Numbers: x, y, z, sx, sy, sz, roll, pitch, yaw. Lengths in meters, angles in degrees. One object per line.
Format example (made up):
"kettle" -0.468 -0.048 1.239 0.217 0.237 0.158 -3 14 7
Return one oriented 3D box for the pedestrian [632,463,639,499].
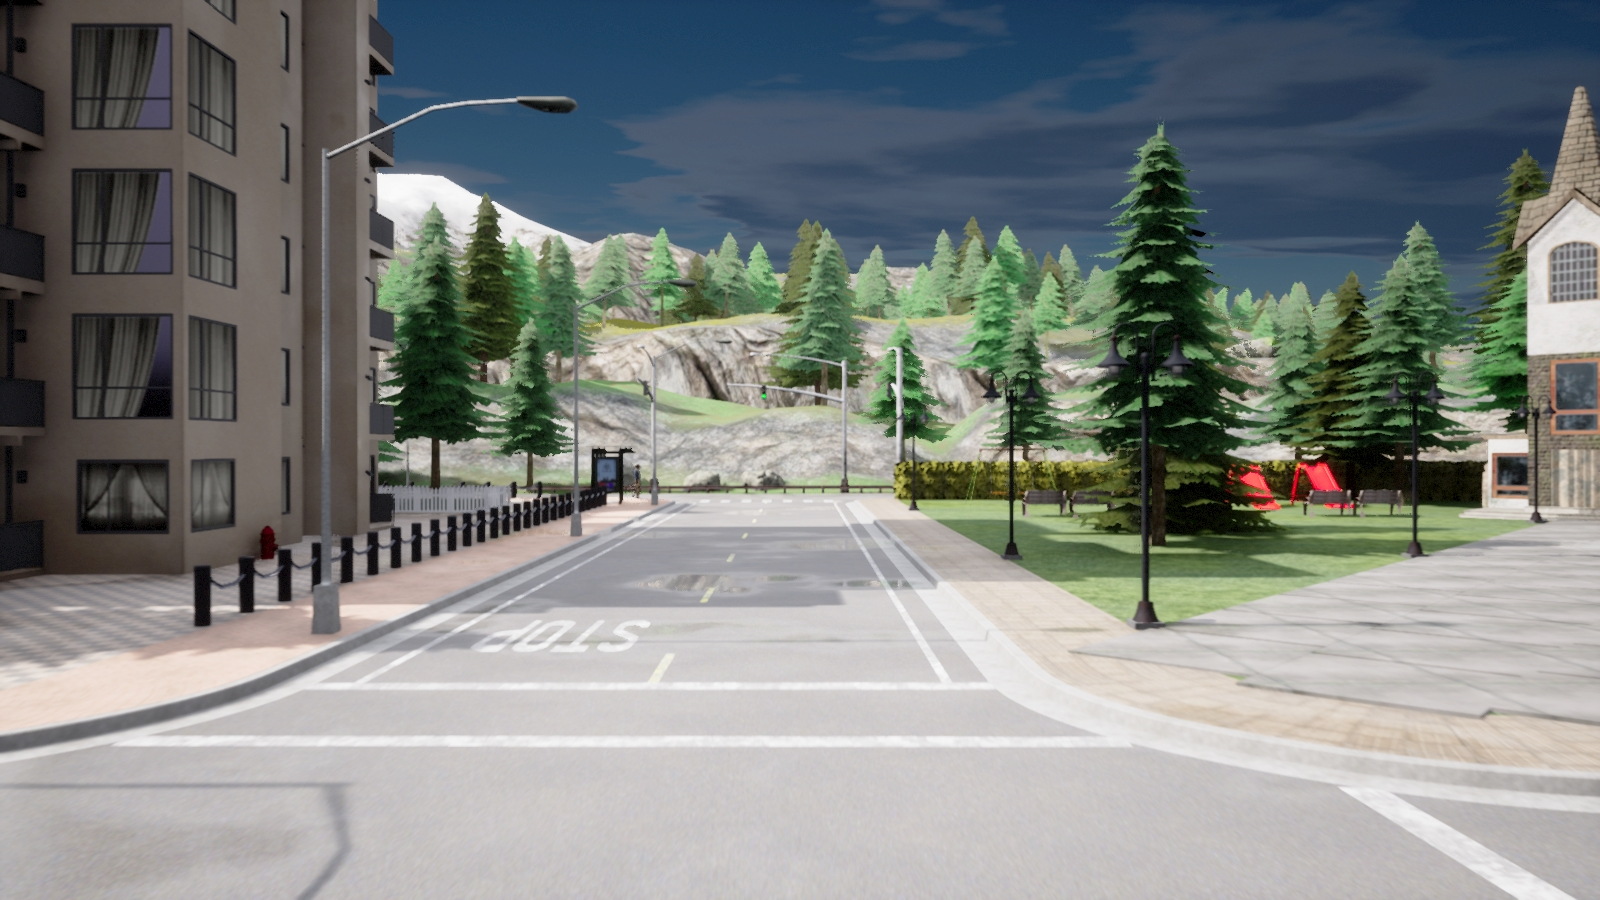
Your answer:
"pedestrian" -8.383 1.574 58.242 0.375 1.860 0.375 0 0 -10
